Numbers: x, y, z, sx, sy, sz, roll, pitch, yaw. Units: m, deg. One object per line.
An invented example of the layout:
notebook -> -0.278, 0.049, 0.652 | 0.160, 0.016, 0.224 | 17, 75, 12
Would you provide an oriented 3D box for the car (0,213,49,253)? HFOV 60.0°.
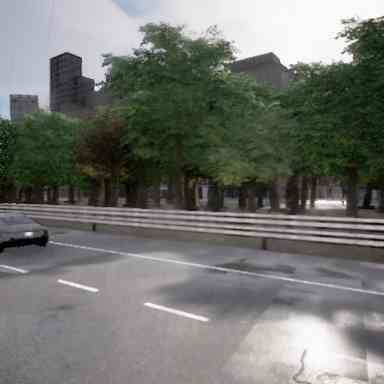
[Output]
car -> -7.804, 1.564, 13.750 | 4.181, 1.385, 1.994 | 0, 0, 36
